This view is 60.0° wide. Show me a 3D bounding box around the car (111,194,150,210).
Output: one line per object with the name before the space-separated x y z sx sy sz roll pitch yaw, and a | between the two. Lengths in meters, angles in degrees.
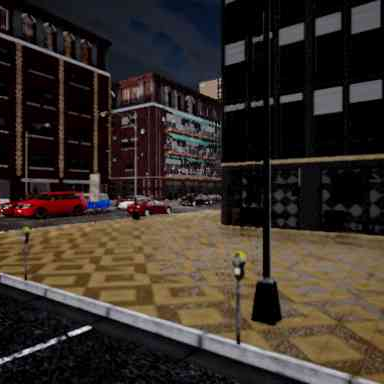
car | -6.769 1.079 37.105 1.967 1.590 4.097 1 1 35

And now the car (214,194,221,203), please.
car | 2.938 0.986 51.022 2.008 1.369 4.403 1 1 35

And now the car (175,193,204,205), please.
car | -0.297 0.943 46.382 1.967 1.590 4.097 1 1 35

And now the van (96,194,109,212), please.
van | -10.005 1.050 32.464 1.690 1.788 3.998 1 1 35

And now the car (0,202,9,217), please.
car | -13.240 1.094 27.825 2.192 1.841 5.009 1 1 35

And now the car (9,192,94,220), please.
car | -11.063 1.002 26.647 2.150 2.045 5.566 0 1 35

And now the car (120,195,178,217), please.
car | -3.528 1.269 27.980 1.887 1.381 4.507 1 1 35

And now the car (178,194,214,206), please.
car | 0.394 1.040 43.059 1.837 1.490 4.892 0 1 35

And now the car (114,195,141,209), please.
car | -5.403 1.258 34.774 1.895 1.301 4.718 0 1 35
